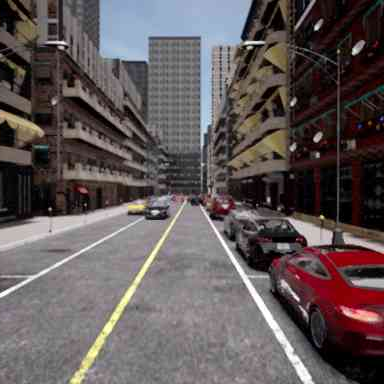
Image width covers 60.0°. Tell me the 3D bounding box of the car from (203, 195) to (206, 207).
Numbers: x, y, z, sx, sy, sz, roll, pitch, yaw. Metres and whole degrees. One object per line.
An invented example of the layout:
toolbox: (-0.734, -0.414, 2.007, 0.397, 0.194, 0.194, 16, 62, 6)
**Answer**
car: (2.542, 1.460, 39.293, 1.752, 1.417, 4.829, -1, 0, 0)

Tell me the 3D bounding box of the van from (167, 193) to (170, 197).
van: (-5.357, 1.195, 83.493, 1.690, 1.788, 3.998, -1, 0, 0)

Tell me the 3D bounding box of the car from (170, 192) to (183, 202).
car: (-2.775, 1.092, 69.816, 2.150, 2.045, 5.566, 0, 0, 0)

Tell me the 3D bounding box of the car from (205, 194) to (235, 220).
car: (2.543, 1.269, 28.025, 2.192, 1.841, 5.009, -1, 0, 0)

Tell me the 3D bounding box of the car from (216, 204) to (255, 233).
car: (2.550, 1.523, 16.927, 2.008, 1.369, 4.403, -1, 0, 0)

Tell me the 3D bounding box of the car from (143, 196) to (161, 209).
car: (-5.342, 1.365, 44.649, 1.967, 1.590, 4.097, -1, 0, 0)

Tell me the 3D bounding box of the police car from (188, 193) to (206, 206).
police car: (0.805, 1.333, 54.573, 1.930, 1.638, 5.238, 0, 0, 0)

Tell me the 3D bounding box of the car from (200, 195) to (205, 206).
car: (2.538, 1.498, 50.221, 1.802, 1.307, 4.206, -1, 0, 0)

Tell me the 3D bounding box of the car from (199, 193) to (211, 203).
car: (2.529, 1.201, 66.868, 2.192, 1.841, 5.009, -1, 0, 0)

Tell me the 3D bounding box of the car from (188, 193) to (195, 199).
car: (-0.033, 1.136, 89.606, 1.882, 1.535, 5.008, 0, 0, 0)

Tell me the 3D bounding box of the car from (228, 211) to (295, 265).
car: (2.552, 1.547, 11.379, 1.947, 1.339, 4.313, -1, 0, 0)

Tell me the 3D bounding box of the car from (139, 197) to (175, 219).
car: (-2.857, 1.445, 28.189, 2.128, 1.511, 4.902, 0, 0, 0)

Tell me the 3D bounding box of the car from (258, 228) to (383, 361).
car: (2.555, 1.573, 5.830, 1.802, 1.307, 4.206, -1, 0, 0)

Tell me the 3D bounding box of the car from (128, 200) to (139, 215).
car: (-5.337, 1.470, 33.381, 1.752, 1.417, 4.829, -1, 0, 0)

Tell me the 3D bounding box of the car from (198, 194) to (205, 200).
car: (2.522, 1.284, 89.064, 1.967, 1.590, 4.097, -1, 0, 0)

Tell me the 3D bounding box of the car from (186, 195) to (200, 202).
car: (0.251, 1.384, 70.339, 1.837, 1.490, 4.892, 0, 0, 15)

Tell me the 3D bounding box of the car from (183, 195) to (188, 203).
car: (0.201, 1.368, 64.261, 1.882, 1.535, 5.008, 0, 0, -11)
